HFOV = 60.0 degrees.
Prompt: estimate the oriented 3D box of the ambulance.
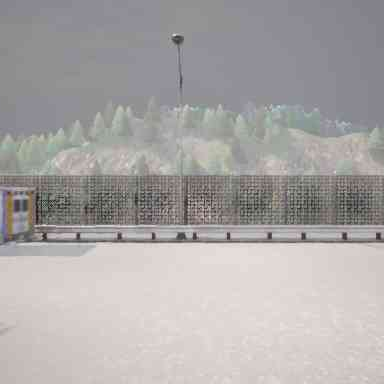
[{"bbox_3d":[-9.417,1.031,12.753,6.366,2.431,2.351,0,0,0],"label":"ambulance"}]
